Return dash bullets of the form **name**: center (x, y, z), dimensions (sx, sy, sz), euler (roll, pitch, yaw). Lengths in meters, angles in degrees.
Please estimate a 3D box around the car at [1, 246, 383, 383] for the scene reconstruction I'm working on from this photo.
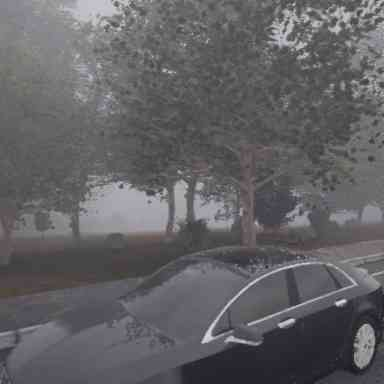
- **car**: center (0.478, 1.506, 4.028), dimensions (4.892, 1.490, 1.837), euler (0, 0, -36)
